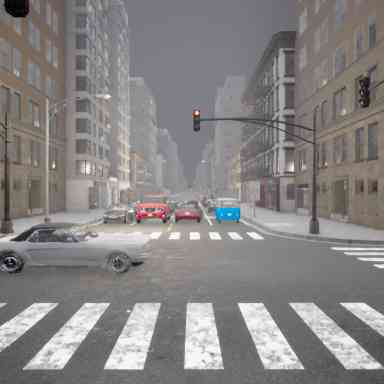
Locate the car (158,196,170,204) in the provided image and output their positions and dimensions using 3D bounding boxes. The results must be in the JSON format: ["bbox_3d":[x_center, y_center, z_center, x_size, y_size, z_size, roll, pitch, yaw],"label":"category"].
[{"bbox_3d":[-5.468,1.547,64.695,1.947,1.339,4.313,0,0,0],"label":"car"}]

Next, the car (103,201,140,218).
[{"bbox_3d":[-5.420,1.549,24.923,2.008,1.369,4.403,0,0,0],"label":"car"}]

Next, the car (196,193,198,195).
[{"bbox_3d":[2.529,1.531,87.435,1.947,1.339,4.313,0,0,0],"label":"car"}]

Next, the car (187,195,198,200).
[{"bbox_3d":[0.027,1.588,57.180,1.895,1.301,4.718,0,0,0],"label":"car"}]

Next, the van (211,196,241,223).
[{"bbox_3d":[2.605,1.340,24.941,1.690,1.788,3.998,0,0,0],"label":"van"}]

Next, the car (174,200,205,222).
[{"bbox_3d":[-0.210,1.562,26.417,1.994,1.385,4.181,0,0,3],"label":"car"}]

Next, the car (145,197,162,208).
[{"bbox_3d":[-5.447,1.519,47.480,1.752,1.417,4.829,0,0,0],"label":"car"}]

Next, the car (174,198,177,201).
[{"bbox_3d":[-2.896,1.599,35.421,1.895,1.301,4.718,0,0,0],"label":"car"}]

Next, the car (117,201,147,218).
[{"bbox_3d":[-5.426,1.543,30.604,1.887,1.381,4.507,0,0,0],"label":"car"}]

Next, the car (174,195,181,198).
[{"bbox_3d":[-2.892,1.500,45.481,1.837,1.490,4.892,0,0,0],"label":"car"}]

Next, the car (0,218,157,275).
[{"bbox_3d":[-3.511,1.590,9.797,4.718,1.301,1.895,0,0,0],"label":"car"}]

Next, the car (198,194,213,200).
[{"bbox_3d":[2.571,1.305,53.348,2.192,1.841,5.009,0,0,0],"label":"car"}]

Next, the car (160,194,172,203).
[{"bbox_3d":[-5.475,1.292,70.377,2.192,1.841,5.009,0,0,0],"label":"car"}]

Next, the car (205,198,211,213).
[{"bbox_3d":[2.592,1.580,36.303,1.802,1.307,4.206,0,0,0],"label":"car"}]

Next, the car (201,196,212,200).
[{"bbox_3d":[2.578,1.576,47.666,1.802,1.307,4.206,0,0,0],"label":"car"}]

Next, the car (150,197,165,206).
[{"bbox_3d":[-5.454,1.556,53.332,1.947,1.339,4.313,0,0,0],"label":"car"}]

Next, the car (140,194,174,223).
[{"bbox_3d":[-2.880,1.220,25.605,2.150,2.045,5.566,0,0,0],"label":"car"}]
